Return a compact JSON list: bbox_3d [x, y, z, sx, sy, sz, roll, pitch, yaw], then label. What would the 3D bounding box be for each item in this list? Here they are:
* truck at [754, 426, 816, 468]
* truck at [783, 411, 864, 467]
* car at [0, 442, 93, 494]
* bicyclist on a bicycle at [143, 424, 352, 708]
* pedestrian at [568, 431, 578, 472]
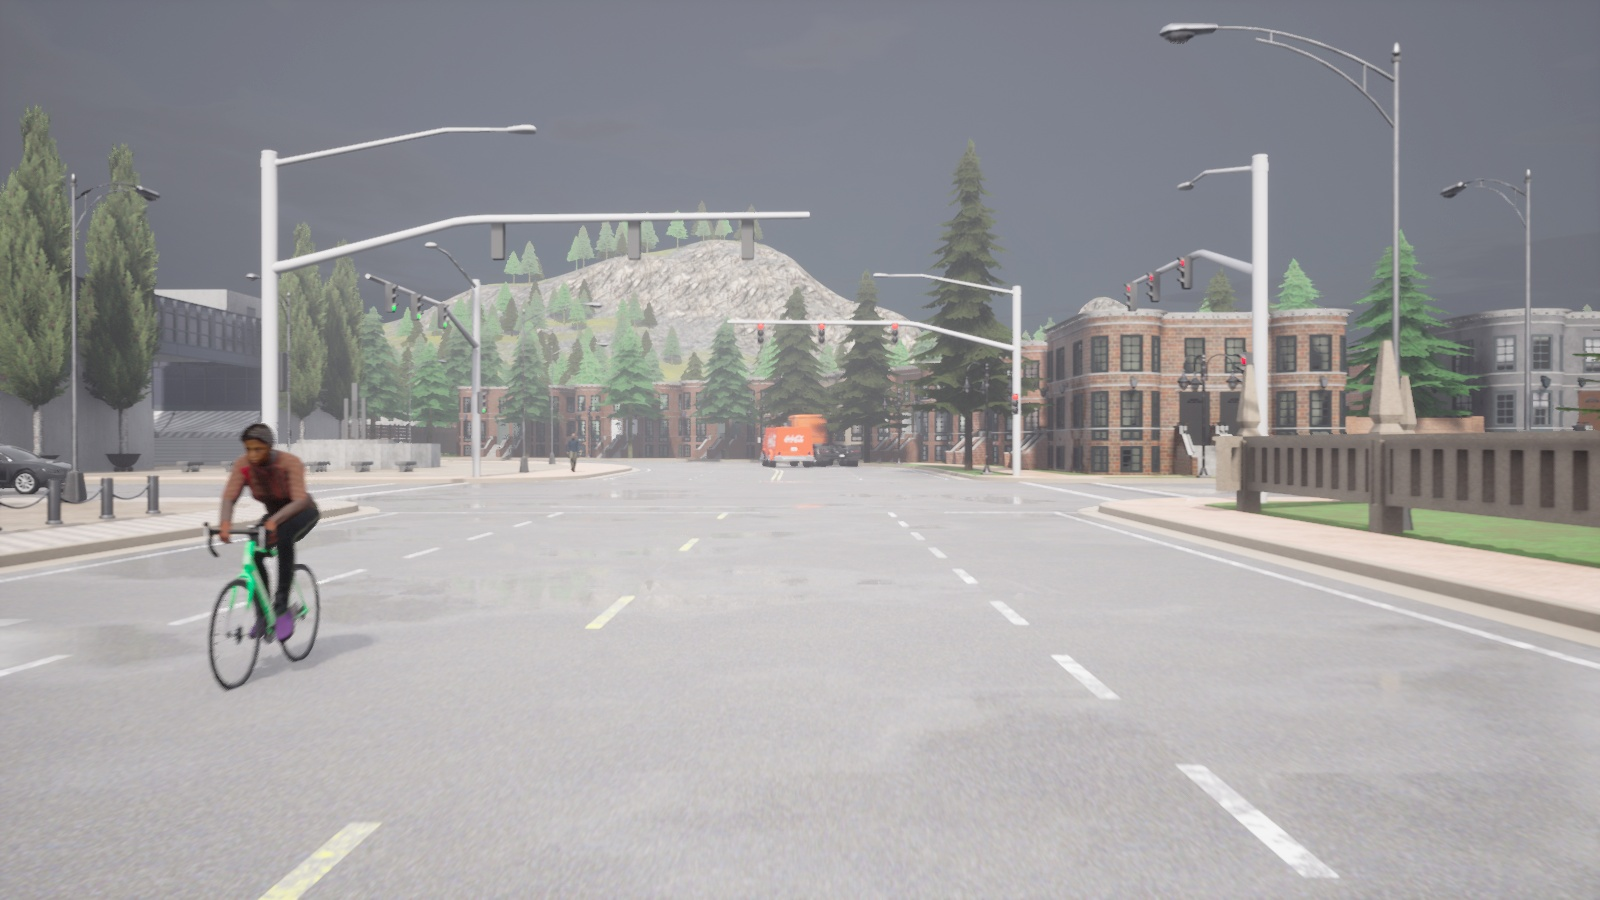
[{"bbox_3d":[-0.974,-0.175,77.012,2.627,2.467,5.204,0,0,-14],"label":"truck"},{"bbox_3d":[1.407,-0.692,81.255,2.891,3.462,7.936,0,0,-17],"label":"truck"},{"bbox_3d":[-23.877,0.523,37.132,4.892,1.490,1.837,0,0,0],"label":"car"},{"bbox_3d":[-3.439,0.652,7.975,0.582,1.620,1.656,0,1,0],"label":"bicyclist on a bicycle"},{"bbox_3d":[-10.356,0.074,57.194,0.402,1.842,0.726,0,0,-6],"label":"pedestrian"}]
